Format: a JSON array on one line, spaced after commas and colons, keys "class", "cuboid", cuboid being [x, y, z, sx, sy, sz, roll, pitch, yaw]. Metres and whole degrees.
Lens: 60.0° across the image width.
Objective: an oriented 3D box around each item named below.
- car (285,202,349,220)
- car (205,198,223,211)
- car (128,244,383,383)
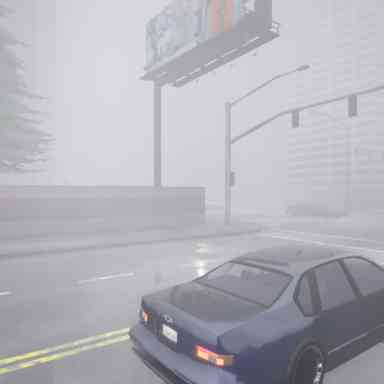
[{"class": "car", "cuboid": [10.658, 1.547, 28.829, 2.033, 1.411, 5.357, 0, 0, -35]}, {"class": "car", "cuboid": [1.911, 1.525, 41.290, 1.812, 1.442, 4.674, 0, 0, -35]}, {"class": "car", "cuboid": [1.779, 1.547, 5.033, 5.357, 1.411, 2.033, 0, 0, -37]}]
